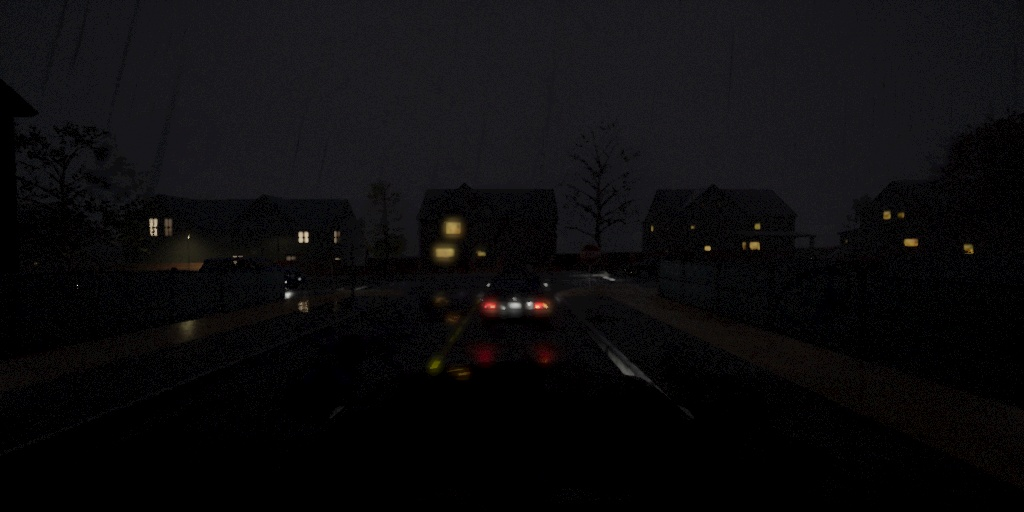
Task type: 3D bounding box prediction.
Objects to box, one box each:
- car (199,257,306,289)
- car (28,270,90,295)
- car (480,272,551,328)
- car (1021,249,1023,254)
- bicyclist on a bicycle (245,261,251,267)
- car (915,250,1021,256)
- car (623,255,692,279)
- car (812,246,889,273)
[{"bbox_3d":[-15.371,1.079,21.276,5.566,2.045,2.150,-1,2,0],"label":"car"},{"bbox_3d":[-26.345,1.595,21.302,5.008,1.535,1.882,-1,2,0],"label":"car"},{"bbox_3d":[0.158,1.188,10.893,2.033,1.411,5.357,0,1,2],"label":"car"},{"bbox_3d":[35.950,0.060,24.143,4.902,1.511,2.128,-2,2,0],"label":"car"},{"bbox_3d":[-20.104,1.114,27.135,0.582,1.620,1.656,-1,2,0],"label":"bicyclist on a bicycle"},{"bbox_3d":[25.898,0.431,21.242,5.357,1.411,2.033,-1,2,0],"label":"car"},{"bbox_3d":[10.037,0.684,24.200,4.892,1.490,1.837,-1,2,0],"label":"car"},{"bbox_3d":[22.612,0.235,24.180,4.553,1.767,2.097,-1,2,1],"label":"car"}]
